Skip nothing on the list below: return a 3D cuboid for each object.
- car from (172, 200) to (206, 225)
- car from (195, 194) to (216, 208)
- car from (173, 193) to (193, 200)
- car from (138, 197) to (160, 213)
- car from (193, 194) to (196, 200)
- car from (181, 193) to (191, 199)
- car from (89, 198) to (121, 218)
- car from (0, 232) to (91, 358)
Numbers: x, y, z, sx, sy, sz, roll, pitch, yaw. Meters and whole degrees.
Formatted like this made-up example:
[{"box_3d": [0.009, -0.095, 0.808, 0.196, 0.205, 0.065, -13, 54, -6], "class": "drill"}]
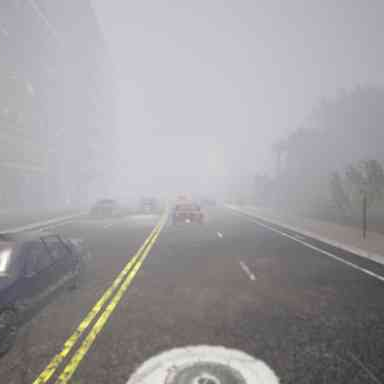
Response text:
[{"box_3d": [-0.338, 1.430, 22.258, 1.895, 1.301, 4.718, 0, 0, -2], "class": "car"}, {"box_3d": [1.917, 1.233, 42.310, 1.994, 1.385, 4.181, 0, 0, -4], "class": "car"}, {"box_3d": [-1.215, 1.164, 40.333, 1.882, 1.535, 5.008, 0, 0, -3], "class": "car"}, {"box_3d": [-4.222, 1.239, 33.106, 2.128, 1.511, 4.902, 0, 0, -3], "class": "car"}, {"box_3d": [0.693, 1.083, 58.619, 2.033, 1.411, 5.357, 0, 1, -5], "class": "car"}, {"box_3d": [-1.340, 0.899, 77.380, 1.812, 1.442, 4.674, 0, 1, -7], "class": "car"}, {"box_3d": [-7.264, 1.264, 28.129, 1.882, 1.535, 5.008, 0, 0, -2], "class": "car"}, {"box_3d": [-3.409, 1.501, 6.112, 2.033, 1.411, 5.357, 0, 0, -1], "class": "car"}]
